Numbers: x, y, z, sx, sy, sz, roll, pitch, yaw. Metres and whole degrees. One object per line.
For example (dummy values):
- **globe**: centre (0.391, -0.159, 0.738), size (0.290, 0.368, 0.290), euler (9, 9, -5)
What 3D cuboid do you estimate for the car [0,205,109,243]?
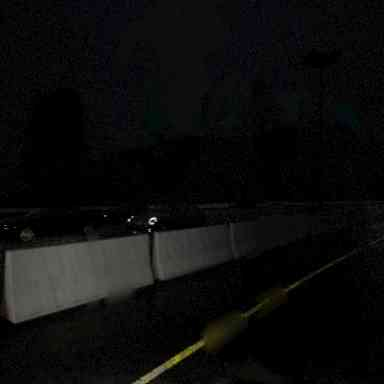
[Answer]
- **car**: centre (-6.819, 1.416, 16.120), size (1.882, 1.535, 5.008), euler (1, 0, 38)

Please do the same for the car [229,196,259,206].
- **car**: centre (6.549, 1.268, 41.350), size (4.892, 1.490, 1.837), euler (1, 0, -43)

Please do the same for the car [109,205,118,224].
- **car**: centre (-4.645, 1.518, 24.438), size (2.033, 1.411, 5.357), euler (1, 0, 40)

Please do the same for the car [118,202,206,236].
- **car**: centre (-1.257, 1.354, 17.498), size (2.097, 1.767, 4.553), euler (1, 0, 39)
